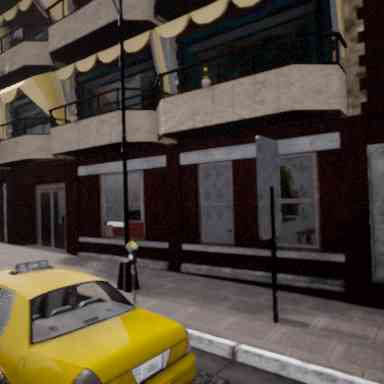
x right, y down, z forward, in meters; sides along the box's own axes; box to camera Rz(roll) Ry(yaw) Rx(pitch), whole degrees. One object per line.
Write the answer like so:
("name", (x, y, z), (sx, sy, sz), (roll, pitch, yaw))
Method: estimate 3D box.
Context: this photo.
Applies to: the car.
("car", (-2.243, 1.566, 4.350), (4.829, 1.417, 1.752), (-1, -2, 36))
